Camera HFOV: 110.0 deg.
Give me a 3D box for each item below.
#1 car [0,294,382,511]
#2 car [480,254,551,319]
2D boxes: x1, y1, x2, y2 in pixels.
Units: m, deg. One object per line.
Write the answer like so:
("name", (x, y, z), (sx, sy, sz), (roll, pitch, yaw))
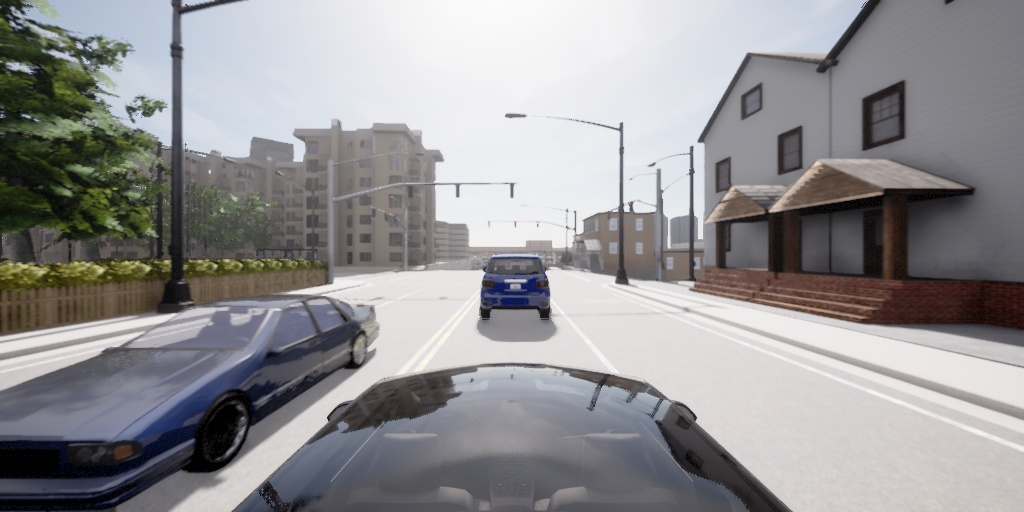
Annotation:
("car", (-3.590, 1.293, 5.060), (2.033, 1.411, 5.357), (0, 0, 0))
("car", (0.100, 0.956, 12.783), (2.150, 2.045, 5.566), (0, 0, 0))
